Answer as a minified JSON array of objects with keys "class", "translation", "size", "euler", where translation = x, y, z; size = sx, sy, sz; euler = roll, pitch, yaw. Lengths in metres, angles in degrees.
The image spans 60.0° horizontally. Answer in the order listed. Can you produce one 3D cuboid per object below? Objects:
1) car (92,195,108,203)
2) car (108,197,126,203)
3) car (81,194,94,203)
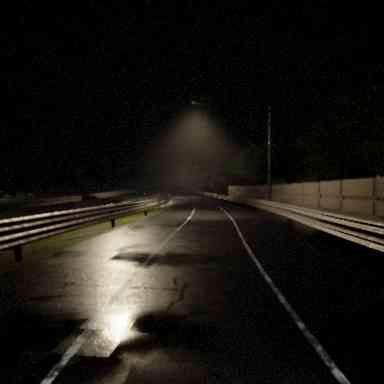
[{"class":"car","translation":[-20.132,1.748,76.159],"size":[2.128,1.511,4.902],"euler":[1,3,10]},{"class":"car","translation":[-16.685,1.865,75.557],"size":[1.895,1.301,4.718],"euler":[1,3,10]},{"class":"car","translation":[-23.566,1.398,76.810],"size":[2.150,2.045,5.566],"euler":[1,3,10]}]
